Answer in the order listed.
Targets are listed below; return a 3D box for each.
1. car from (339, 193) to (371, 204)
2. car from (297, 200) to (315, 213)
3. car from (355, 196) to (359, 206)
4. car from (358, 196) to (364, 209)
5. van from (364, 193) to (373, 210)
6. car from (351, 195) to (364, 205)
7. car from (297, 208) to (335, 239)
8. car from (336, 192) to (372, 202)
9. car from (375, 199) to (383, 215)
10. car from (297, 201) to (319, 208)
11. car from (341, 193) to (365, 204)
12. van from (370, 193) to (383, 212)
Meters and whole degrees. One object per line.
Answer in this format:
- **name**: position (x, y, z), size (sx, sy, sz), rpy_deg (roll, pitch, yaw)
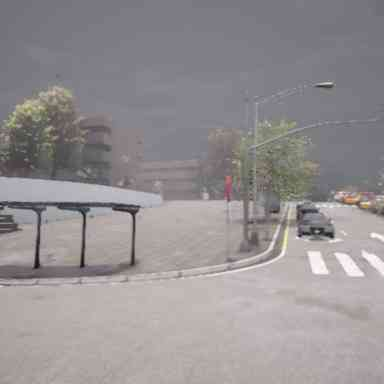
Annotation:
- **car**: position (29.045, 1.122, 59.258), size (4.553, 1.767, 2.185), rpy_deg (1, 0, -3)
- **car**: position (13.480, 1.706, 39.604), size (1.895, 1.301, 4.718), rpy_deg (0, 1, 17)
- **car**: position (23.688, 1.570, 41.923), size (4.674, 1.452, 2.002), rpy_deg (1, 1, -2)
- **car**: position (22.948, 1.576, 39.052), size (5.366, 1.575, 1.946), rpy_deg (1, 1, -2)
- **van**: position (21.724, 1.397, 36.152), size (4.442, 1.987, 1.878), rpy_deg (1, 1, -2)
- **car**: position (24.595, 1.523, 44.812), size (4.674, 1.452, 2.002), rpy_deg (1, 1, -2)
- **car**: position (7.554, 1.980, 20.435), size (1.994, 1.385, 4.181), rpy_deg (0, 1, 17)
- **car**: position (28.166, 1.044, 56.335), size (5.566, 2.045, 2.435), rpy_deg (1, 1, -3)
- **car**: position (19.986, 1.719, 30.406), size (4.892, 1.521, 2.231), rpy_deg (1, 1, -2)
- **car**: position (10.480, 1.826, 29.918), size (1.994, 1.385, 4.181), rpy_deg (0, 1, 17)
- **car**: position (27.487, 1.341, 53.461), size (5.366, 1.575, 1.946), rpy_deg (1, 1, -3)
- **van**: position (20.802, 1.444, 33.267), size (4.442, 1.987, 1.878), rpy_deg (1, 1, -2)
